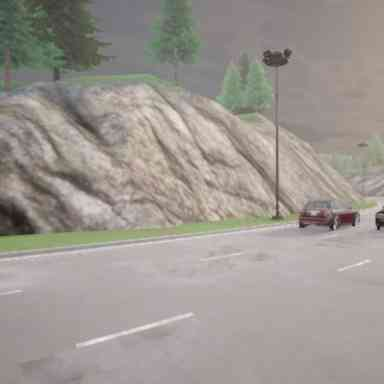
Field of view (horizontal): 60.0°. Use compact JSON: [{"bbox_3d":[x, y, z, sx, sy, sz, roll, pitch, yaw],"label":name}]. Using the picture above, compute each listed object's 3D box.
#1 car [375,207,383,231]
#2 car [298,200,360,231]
[{"bbox_3d":[11.764,1.371,18.494,4.902,1.511,2.128,0,0,-45],"label":"car"},{"bbox_3d":[8.337,1.245,20.083,4.553,1.767,2.097,-1,0,-44],"label":"car"}]
